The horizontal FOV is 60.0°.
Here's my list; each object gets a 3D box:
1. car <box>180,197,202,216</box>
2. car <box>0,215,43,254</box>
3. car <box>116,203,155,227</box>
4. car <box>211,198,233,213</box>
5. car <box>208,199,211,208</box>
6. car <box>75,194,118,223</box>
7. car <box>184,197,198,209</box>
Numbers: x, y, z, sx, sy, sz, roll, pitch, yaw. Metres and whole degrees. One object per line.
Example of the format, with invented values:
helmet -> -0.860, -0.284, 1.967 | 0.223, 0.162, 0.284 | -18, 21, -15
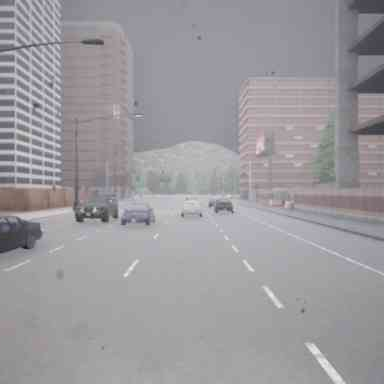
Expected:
car -> -0.034, 1.514, 31.946 | 1.812, 1.442, 4.674 | 0, 0, 0
car -> -7.142, 1.544, 11.579 | 2.033, 1.411, 5.357 | 0, 0, 0
car -> -3.622, 1.517, 23.000 | 1.812, 1.442, 4.674 | 0, 0, 0
car -> 3.417, 1.493, 36.834 | 1.837, 1.490, 4.892 | 0, 1, 0
car -> 3.337, 1.583, 47.967 | 1.895, 1.301, 4.718 | 0, 0, 0
car -> -7.193, 1.214, 25.751 | 2.150, 2.045, 5.566 | 0, 0, 0
car -> -0.106, 1.460, 47.394 | 1.882, 1.535, 5.008 | 0, 0, 0
